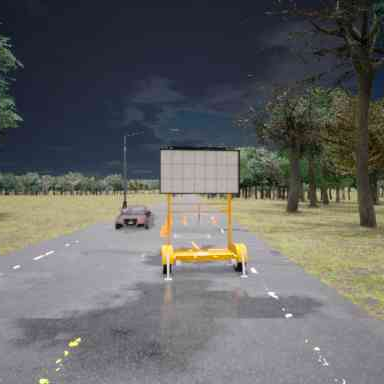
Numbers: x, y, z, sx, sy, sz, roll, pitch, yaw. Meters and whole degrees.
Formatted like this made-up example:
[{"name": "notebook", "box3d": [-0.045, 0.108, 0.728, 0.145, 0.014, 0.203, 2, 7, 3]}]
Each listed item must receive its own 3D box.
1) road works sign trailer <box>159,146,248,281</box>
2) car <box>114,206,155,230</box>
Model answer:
[{"name": "road works sign trailer", "box3d": [0.202, 0.461, 9.989, 2.380, 3.560, 2.880, 0, 0, -8]}, {"name": "car", "box3d": [-3.487, 1.562, 20.853, 1.994, 1.385, 4.181, 0, 0, 0]}]
